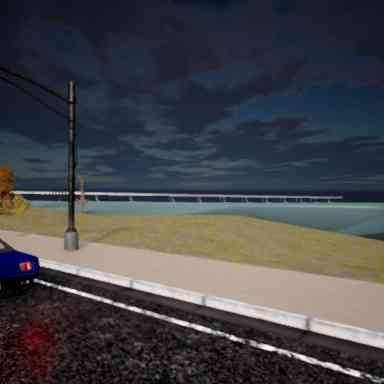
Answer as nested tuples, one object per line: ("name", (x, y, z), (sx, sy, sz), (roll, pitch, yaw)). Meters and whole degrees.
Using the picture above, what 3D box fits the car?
("car", (-5.642, 1.575, 7.711), (4.718, 1.301, 1.895), (0, 0, 36))
